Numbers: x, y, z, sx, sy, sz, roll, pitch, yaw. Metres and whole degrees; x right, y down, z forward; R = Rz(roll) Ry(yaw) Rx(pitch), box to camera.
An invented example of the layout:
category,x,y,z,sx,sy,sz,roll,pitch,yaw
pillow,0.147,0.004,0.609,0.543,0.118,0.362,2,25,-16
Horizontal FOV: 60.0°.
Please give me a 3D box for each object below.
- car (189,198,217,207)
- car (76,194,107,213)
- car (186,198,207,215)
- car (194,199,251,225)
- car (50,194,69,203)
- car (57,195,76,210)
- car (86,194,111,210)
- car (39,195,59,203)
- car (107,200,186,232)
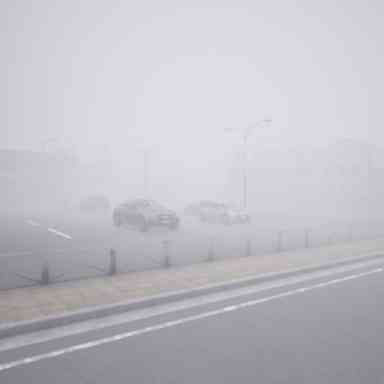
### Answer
category,x,y,z,sx,sy,sz,roll,pitch,yaw
car,1.811,1.749,56.805,2.033,1.411,5.357,1,0,-35
car,-10.336,1.244,35.250,1.932,1.855,4.605,1,0,-36
car,1.127,1.521,31.131,2.007,1.523,4.514,1,0,-36
car,2.241,1.415,23.266,1.970,1.475,3.806,1,0,-36
car,-31.295,1.547,78.684,3.866,1.878,1.905,1,0,-36
car,-15.294,1.506,42.128,1.970,1.475,3.806,1,0,-36
car,-12.231,1.259,43.564,1.905,1.878,3.866,1,0,-36
car,-31.539,1.667,71.555,4.611,1.667,2.242,1,0,-36
car,-2.794,1.266,19.276,2.152,1.636,5.027,1,0,-36
